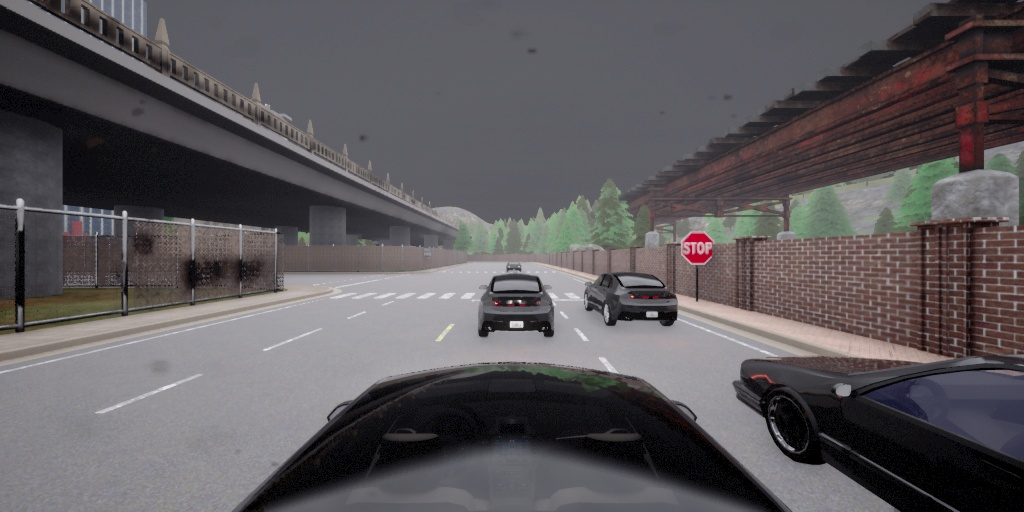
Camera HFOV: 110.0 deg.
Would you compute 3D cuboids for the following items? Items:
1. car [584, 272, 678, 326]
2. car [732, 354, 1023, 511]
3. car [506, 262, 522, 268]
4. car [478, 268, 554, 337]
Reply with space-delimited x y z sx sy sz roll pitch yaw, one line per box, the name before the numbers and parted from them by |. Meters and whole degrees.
car | 3.607 1.255 11.629 1.837 1.490 4.892 0 0 0
car | 3.600 1.297 1.883 2.033 1.411 5.357 0 0 0
car | 0.227 1.351 45.471 1.895 1.301 4.718 0 0 -1
car | 0.104 1.255 10.273 1.837 1.490 4.892 0 0 0
